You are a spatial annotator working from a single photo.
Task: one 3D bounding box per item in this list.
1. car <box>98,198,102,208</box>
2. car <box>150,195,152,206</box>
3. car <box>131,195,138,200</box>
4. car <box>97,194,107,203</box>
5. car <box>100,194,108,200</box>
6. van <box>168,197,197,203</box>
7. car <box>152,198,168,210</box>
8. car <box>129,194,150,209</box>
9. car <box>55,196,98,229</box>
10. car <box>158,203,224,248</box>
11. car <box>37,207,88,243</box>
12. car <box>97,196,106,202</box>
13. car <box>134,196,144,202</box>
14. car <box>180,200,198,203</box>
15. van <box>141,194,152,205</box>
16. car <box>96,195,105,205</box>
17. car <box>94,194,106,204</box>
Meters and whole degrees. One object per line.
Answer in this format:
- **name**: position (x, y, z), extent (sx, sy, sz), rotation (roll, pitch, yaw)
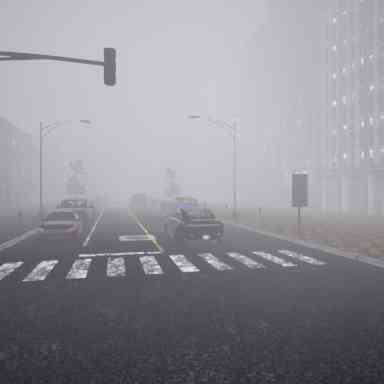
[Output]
- **car**: position (-10.085, 1.558, 32.175), extent (2.008, 1.369, 4.403), rotation (0, 0, -13)
- **car**: position (-5.802, 1.578, 50.322), extent (1.947, 1.339, 4.313), rotation (0, 0, -13)
- **car**: position (-16.157, 1.552, 93.681), extent (1.752, 1.417, 4.829), rotation (0, 0, -13)
- **car**: position (-16.532, 1.565, 59.171), extent (2.008, 1.369, 4.403), rotation (0, 0, -13)
- **car**: position (-24.268, 1.466, 91.567), extent (1.967, 1.590, 4.097), rotation (0, 0, -13)
- **van**: position (-0.643, 1.348, 28.726), extent (1.690, 1.788, 3.998), rotation (0, 0, -13)
- **car**: position (-3.224, 1.560, 39.523), extent (2.008, 1.369, 4.403), rotation (0, 0, -13)
- **car**: position (-7.620, 1.233, 46.785), extent (2.150, 2.045, 5.566), rotation (0, 0, -13)
- **car**: position (-7.504, 1.319, 21.377), extent (2.192, 1.841, 5.009), rotation (0, 0, -13)
- **car**: position (-0.040, 1.495, 15.023), extent (2.128, 1.511, 4.902), rotation (0, 0, -13)
- **car**: position (-6.216, 1.585, 15.978), extent (1.802, 1.307, 4.206), rotation (0, 0, -13)
- **car**: position (-20.361, 1.545, 75.204), extent (1.752, 1.417, 4.829), rotation (0, 0, -13)
- **car**: position (-12.250, 1.586, 77.318), extent (1.947, 1.339, 4.313), rotation (0, 0, -13)
- **car**: position (0.605, 1.531, 23.491), extent (1.752, 1.417, 4.829), rotation (0, 0, -13)
- **van**: position (-8.379, 1.356, 61.121), extent (1.690, 1.788, 3.998), rotation (0, 0, -13)
- **car**: position (-13.913, 1.537, 48.208), extent (1.752, 1.417, 4.829), rotation (0, 0, -13)
- **car**: position (-17.820, 1.331, 64.571), extent (2.192, 1.841, 5.009), rotation (0, 0, -13)
